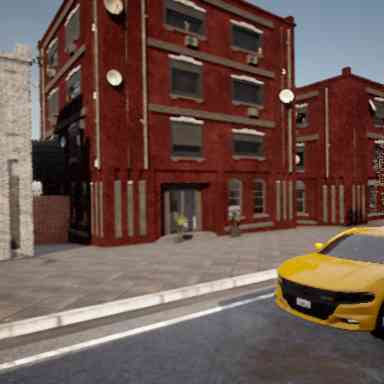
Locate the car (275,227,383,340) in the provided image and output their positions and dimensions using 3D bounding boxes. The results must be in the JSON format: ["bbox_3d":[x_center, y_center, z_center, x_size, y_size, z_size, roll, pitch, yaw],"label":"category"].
[{"bbox_3d":[3.791,1.475,6.698,5.008,1.535,1.882,0,0,-36],"label":"car"}]
